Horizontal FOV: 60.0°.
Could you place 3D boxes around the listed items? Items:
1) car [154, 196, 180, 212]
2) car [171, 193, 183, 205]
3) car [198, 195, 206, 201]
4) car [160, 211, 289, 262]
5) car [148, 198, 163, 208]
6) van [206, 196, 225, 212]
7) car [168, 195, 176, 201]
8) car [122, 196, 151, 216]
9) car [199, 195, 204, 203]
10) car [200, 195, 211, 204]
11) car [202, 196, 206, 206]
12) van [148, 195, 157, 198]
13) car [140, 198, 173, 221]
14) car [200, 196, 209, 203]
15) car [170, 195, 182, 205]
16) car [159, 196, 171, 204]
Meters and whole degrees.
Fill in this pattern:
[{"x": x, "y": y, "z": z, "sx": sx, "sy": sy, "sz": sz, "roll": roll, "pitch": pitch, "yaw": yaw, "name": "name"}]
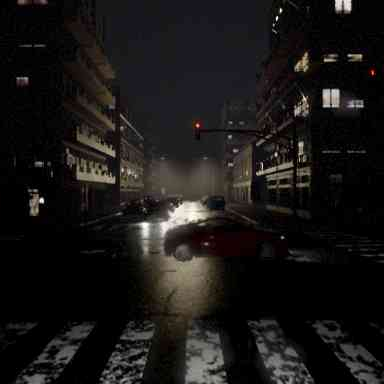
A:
[{"x": -2.814, "y": 1.535, "z": 37.010, "sx": 2.033, "sy": 1.411, "sz": 5.357, "roll": 0, "pitch": 0, "yaw": 0, "name": "car"}, {"x": -2.747, "y": 1.201, "z": 57.566, "sx": 2.150, "sy": 2.045, "sz": 5.566, "roll": 0, "pitch": 0, "yaw": 1, "name": "car"}, {"x": 2.648, "y": 1.522, "z": 87.702, "sx": 1.947, "sy": 1.339, "sz": 4.313, "roll": 0, "pitch": 0, "yaw": 0, "name": "car"}, {"x": 1.123, "y": 1.530, "z": 11.446, "sx": 4.181, "sy": 1.385, "sz": 1.994, "roll": -1, "pitch": 0, "yaw": 0, "name": "car"}, {"x": -5.317, "y": 1.565, "z": 48.640, "sx": 1.802, "sy": 1.307, "sz": 4.206, "roll": 0, "pitch": 0, "yaw": 0, "name": "car"}, {"x": 2.730, "y": 1.329, "z": 36.847, "sx": 1.690, "sy": 1.788, "sz": 3.998, "roll": 0, "pitch": 0, "yaw": 0, "name": "van"}, {"x": -5.233, "y": 1.507, "z": 87.709, "sx": 2.008, "sy": 1.369, "sz": 4.403, "roll": 0, "pitch": 0, "yaw": 0, "name": "car"}, {"x": -5.414, "y": 1.430, "z": 31.895, "sx": 1.967, "sy": 1.590, "sz": 4.097, "roll": 0, "pitch": 0, "yaw": 0, "name": "car"}, {"x": 2.619, "y": 1.547, "z": 54.213, "sx": 1.947, "sy": 1.339, "sz": 4.313, "roll": 0, "pitch": 0, "yaw": 0, "name": "car"}, {"x": 2.627, "y": 1.415, "z": 65.376, "sx": 1.967, "sy": 1.590, "sz": 4.097, "roll": 0, "pitch": 0, "yaw": 0, "name": "car"}, {"x": 2.701, "y": 1.530, "z": 43.051, "sx": 1.887, "sy": 1.381, "sz": 4.507, "roll": 0, "pitch": 0, "yaw": 0, "name": "car"}, {"x": -5.369, "y": 1.327, "z": 43.059, "sx": 1.690, "sy": 1.788, "sz": 3.998, "roll": 0, "pitch": 0, "yaw": 0, "name": "van"}, {"x": -2.812, "y": 1.517, "z": 27.365, "sx": 1.812, "sy": 1.442, "sz": 4.674, "roll": 0, "pitch": 0, "yaw": -1, "name": "car"}, {"x": 2.632, "y": 1.516, "z": 70.957, "sx": 1.887, "sy": 1.381, "sz": 4.507, "roll": 0, "pitch": 0, "yaw": 0, "name": "car"}, {"x": -2.795, "y": 1.510, "z": 46.922, "sx": 1.812, "sy": 1.442, "sz": 4.674, "roll": 0, "pitch": 0, "yaw": 0, "name": "car"}, {"x": -5.253, "y": 1.520, "z": 65.383, "sx": 1.887, "sy": 1.381, "sz": 4.507, "roll": 0, "pitch": 0, "yaw": 0, "name": "car"}]
